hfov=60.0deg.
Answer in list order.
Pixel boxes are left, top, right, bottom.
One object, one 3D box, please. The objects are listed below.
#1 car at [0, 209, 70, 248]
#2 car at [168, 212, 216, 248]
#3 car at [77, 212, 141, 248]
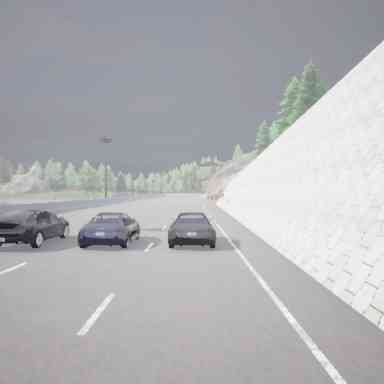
[{"bbox_3d":[-7.000,1.515,14.668,1.837,1.490,4.892,0,0,0],"label":"car"},{"bbox_3d":[0.000,1.571,14.668,1.994,1.385,4.181,0,0,0],"label":"car"},{"bbox_3d":[-3.500,1.571,14.668,1.994,1.385,4.181,0,0,0],"label":"car"}]
